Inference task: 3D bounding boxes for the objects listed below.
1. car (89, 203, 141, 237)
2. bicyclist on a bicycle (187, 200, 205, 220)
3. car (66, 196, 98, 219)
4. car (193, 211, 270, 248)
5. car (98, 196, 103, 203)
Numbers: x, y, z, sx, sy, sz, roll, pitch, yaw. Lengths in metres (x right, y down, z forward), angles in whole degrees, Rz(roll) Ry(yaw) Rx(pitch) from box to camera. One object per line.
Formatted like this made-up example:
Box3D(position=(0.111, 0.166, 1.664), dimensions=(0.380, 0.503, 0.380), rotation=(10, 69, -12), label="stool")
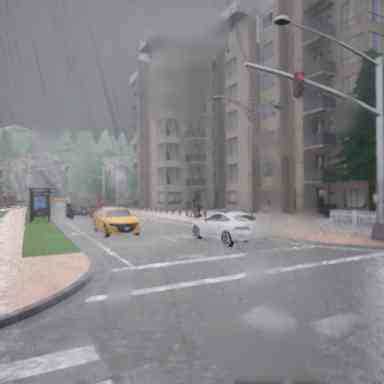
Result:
Box3D(position=(-4.480, 1.653, 19.500), dimensions=(1.882, 1.535, 5.008), rotation=(0, 0, -26), label="car")
Box3D(position=(0.335, 1.461, 26.661), dimensions=(1.656, 1.620, 0.582), rotation=(-1, 0, -26), label="bicyclist on a bicycle")
Box3D(position=(-11.179, 1.550, 33.133), dimensions=(2.150, 2.045, 5.566), rotation=(0, -1, -26), label="car")
Box3D(position=(1.693, 1.609, 15.397), dimensions=(1.812, 1.442, 4.674), rotation=(0, 0, -25), label="car")
Box3D(position=(-14.166, 1.659, 47.447), dimensions=(2.150, 2.045, 5.566), rotation=(0, 0, -26), label="car")
